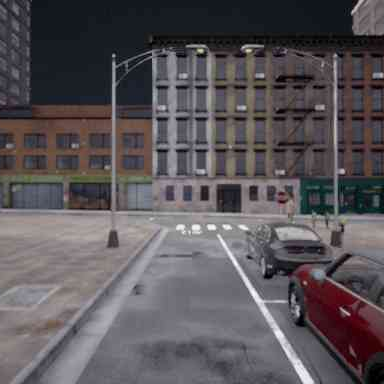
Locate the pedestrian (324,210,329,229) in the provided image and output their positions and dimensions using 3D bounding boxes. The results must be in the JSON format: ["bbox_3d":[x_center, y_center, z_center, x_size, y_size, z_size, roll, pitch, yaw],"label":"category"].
[{"bbox_3d":[8.016,1.637,19.753,0.500,1.100,0.500,0,0,0],"label":"pedestrian"}]

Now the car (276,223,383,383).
[{"bbox_3d":[2.646,1.441,4.332,1.967,1.590,4.097,0,0,0],"label":"car"}]

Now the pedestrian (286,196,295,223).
[{"bbox_3d":[6.016,1.141,20.358,0.375,1.860,0.375,0,0,0],"label":"pedestrian"}]

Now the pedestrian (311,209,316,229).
[{"bbox_3d":[7.016,1.561,19.154,0.500,1.100,0.500,0,0,0],"label":"pedestrian"}]

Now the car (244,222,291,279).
[{"bbox_3d":[2.647,1.552,9.835,2.008,1.369,4.403,0,0,0],"label":"car"}]
